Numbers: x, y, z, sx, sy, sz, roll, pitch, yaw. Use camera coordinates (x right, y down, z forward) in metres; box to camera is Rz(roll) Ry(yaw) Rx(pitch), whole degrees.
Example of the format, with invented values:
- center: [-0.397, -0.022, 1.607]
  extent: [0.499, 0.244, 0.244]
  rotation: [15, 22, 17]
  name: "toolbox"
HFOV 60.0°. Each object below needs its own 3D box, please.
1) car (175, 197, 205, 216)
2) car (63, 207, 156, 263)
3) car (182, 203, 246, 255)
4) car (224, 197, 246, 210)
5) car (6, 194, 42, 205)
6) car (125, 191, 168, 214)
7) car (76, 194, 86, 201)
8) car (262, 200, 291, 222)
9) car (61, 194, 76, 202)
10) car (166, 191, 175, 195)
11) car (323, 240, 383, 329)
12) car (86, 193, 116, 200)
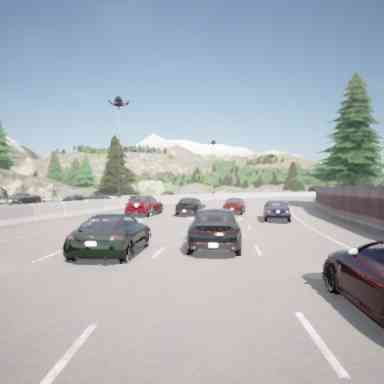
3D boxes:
- center: [-0.098, 1.199, 28.375]
  extent: [1.837, 1.490, 4.892]
  rotation: [0, 1, 12]
  name: "car"
- center: [-2.727, 1.431, 11.520]
  extent: [1.994, 1.385, 4.181]
  rotation: [0, 1, 5]
  name: "car"
- center: [0.893, 1.370, 12.669]
  extent: [1.837, 1.490, 4.892]
  rotation: [0, 1, 6]
  name: "car"
- center: [3.843, 1.214, 29.970]
  extent: [1.812, 1.442, 4.674]
  rotation: [0, 1, 13]
  name: "car"
- center: [-21.782, 0.958, 43.262]
  extent: [2.128, 1.511, 4.902]
  rotation: [0, 1, 16]
  name: "car"
- center: [-3.852, 1.044, 27.507]
  extent: [2.097, 1.767, 4.553]
  rotation: [0, 1, 11]
  name: "car"
- center: [-13.487, 0.949, 46.524]
  extent: [2.128, 1.511, 4.902]
  rotation: [0, 1, 18]
  name: "car"
- center: [6.115, 1.305, 24.170]
  extent: [2.033, 1.411, 5.357]
  rotation: [0, 1, 11]
  name: "car"
- center: [-16.753, 0.999, 47.764]
  extent: [1.994, 1.385, 4.181]
  rotation: [0, 1, 18]
  name: "car"
- center: [-6.081, 0.470, 80.341]
  extent: [2.097, 1.767, 4.553]
  rotation: [1, 1, 29]
  name: "car"
- center: [3.867, 1.512, 5.834]
  extent: [1.994, 1.385, 4.181]
  rotation: [0, 1, 3]
  name: "car"
- center: [-11.083, 1.109, 42.575]
  extent: [1.895, 1.301, 4.718]
  rotation: [0, 1, 17]
  name: "car"
